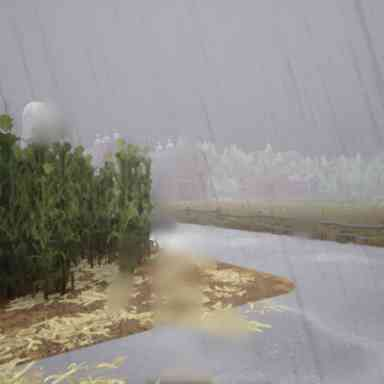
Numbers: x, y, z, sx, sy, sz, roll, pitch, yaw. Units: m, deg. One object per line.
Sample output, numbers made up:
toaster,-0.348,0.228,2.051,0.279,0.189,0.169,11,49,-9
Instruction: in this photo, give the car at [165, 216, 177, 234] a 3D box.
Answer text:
car,-2.651,1.659,19.212,1.994,1.385,4.181,0,-1,-35
